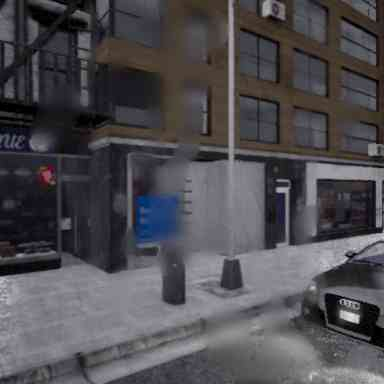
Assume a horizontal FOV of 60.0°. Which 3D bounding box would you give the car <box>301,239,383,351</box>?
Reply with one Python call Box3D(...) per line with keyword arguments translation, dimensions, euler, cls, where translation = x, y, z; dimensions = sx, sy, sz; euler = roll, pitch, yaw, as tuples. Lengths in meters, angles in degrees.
Box3D(translation=(3.823, 1.561, 5.820), dimensions=(4.181, 1.385, 1.994), euler=(0, 0, -36), cls="car")
